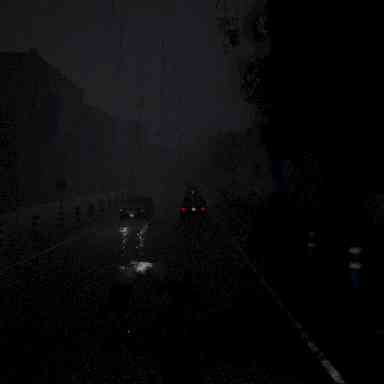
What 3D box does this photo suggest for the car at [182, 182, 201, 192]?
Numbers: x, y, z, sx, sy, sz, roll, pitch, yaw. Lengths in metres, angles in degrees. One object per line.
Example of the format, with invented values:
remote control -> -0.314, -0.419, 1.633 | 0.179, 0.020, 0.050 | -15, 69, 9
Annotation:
car -> 0.105, -0.164, 42.371 | 1.994, 1.385, 4.181 | 0, 4, 0

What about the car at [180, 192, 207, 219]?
car -> 0.102, 1.021, 23.483 | 2.033, 1.411, 5.357 | 0, 3, 0

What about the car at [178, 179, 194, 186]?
car -> -1.131, -1.811, 64.757 | 1.994, 1.385, 4.181 | 1, 4, 25

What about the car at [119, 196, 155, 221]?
car -> -3.596, 1.019, 22.280 | 2.128, 1.511, 4.902 | 0, 3, 0
